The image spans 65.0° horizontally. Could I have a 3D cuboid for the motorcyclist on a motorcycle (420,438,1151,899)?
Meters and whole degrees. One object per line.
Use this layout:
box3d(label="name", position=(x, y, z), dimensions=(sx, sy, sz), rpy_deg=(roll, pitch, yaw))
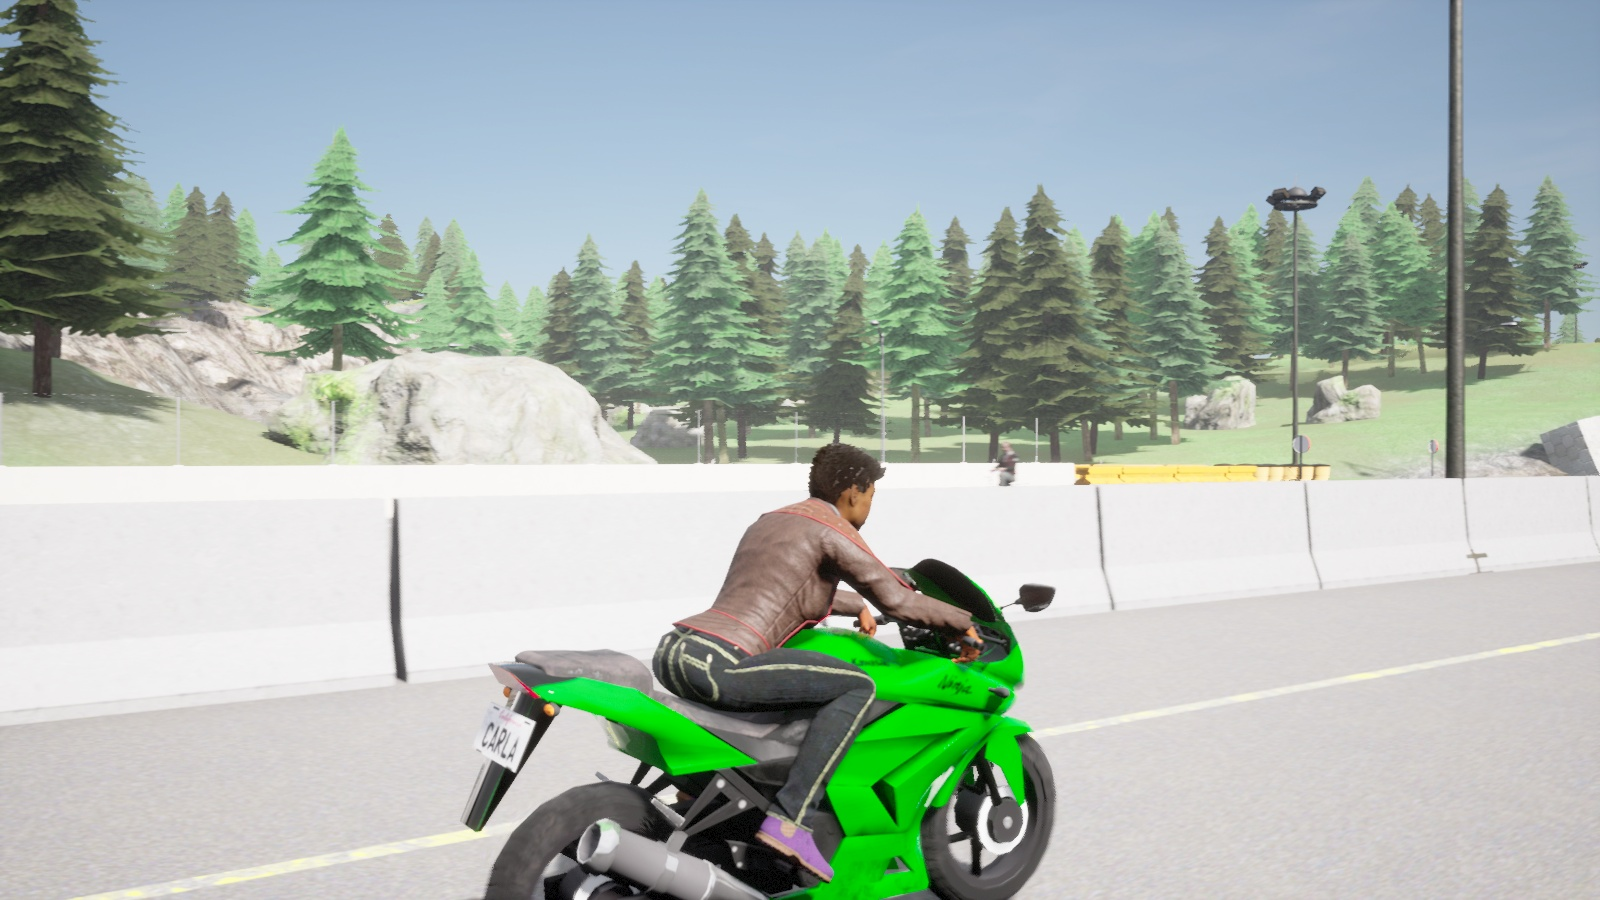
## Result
box3d(label="motorcyclist on a motorcycle", position=(0.032, 0.736, 3.681), dimensions=(2.044, 1.523, 0.797), rpy_deg=(0, 0, -35))
